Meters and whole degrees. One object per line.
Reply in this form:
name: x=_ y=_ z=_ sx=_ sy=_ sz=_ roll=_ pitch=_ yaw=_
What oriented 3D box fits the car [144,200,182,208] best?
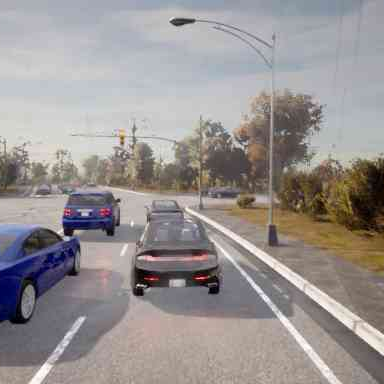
car: x=-1.512 y=1.158 z=17.809 sx=2.128 sy=1.511 sz=4.902 roll=0 pitch=2 yaw=-8

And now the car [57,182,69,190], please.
car: x=-27.427 y=-1.356 z=70.555 sx=2.128 sy=1.511 sz=4.902 roll=-1 pitch=3 yaw=-24

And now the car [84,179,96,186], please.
car: x=-25.240 y=-1.851 z=82.652 sx=1.895 sy=1.301 sz=4.718 roll=-1 pitch=3 yaw=-24

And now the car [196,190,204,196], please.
car: x=2.994 y=0.007 z=46.839 sx=4.718 sy=1.301 sz=1.895 roll=0 pitch=3 yaw=-20

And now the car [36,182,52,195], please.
car: x=-22.230 y=-0.358 z=49.992 sx=1.812 sy=1.442 sz=4.674 roll=-1 pitch=3 yaw=-23

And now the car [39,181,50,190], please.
car: x=-30.773 y=-1.472 z=69.450 sx=2.097 sy=1.767 sz=4.553 roll=-1 pitch=3 yaw=-24

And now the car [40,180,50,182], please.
car: x=-26.586 y=-1.163 z=60.120 sx=2.150 sy=2.045 sz=5.566 roll=-1 pitch=3 yaw=-23

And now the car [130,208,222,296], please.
car: x=-0.441 y=1.407 z=8.494 sx=2.128 sy=1.511 sz=4.902 roll=0 pitch=1 yaw=-4

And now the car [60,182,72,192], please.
car: x=-23.261 y=-0.938 z=61.254 sx=1.837 sy=1.490 sz=4.892 roll=-1 pitch=4 yaw=-23

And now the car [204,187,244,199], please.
car: x=4.496 y=0.076 z=43.645 sx=4.892 sy=1.490 sz=1.837 roll=0 pitch=3 yaw=-21

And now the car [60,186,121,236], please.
car: x=-4.845 y=0.936 z=16.591 sx=2.150 sy=2.045 sz=5.566 roll=0 pitch=2 yaw=-8

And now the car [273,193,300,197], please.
car: x=13.924 y=0.330 z=47.285 sx=4.718 sy=1.301 sz=1.895 roll=2 pitch=2 yaw=-21

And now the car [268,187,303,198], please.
car: x=14.429 y=0.099 z=51.221 sx=5.008 sy=1.535 sz=1.882 roll=2 pitch=2 yaw=-21

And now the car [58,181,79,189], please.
car: x=-19.495 y=-0.517 z=52.539 sx=2.128 sy=1.511 sz=4.902 roll=-1 pitch=3 yaw=-23

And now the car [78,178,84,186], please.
car: x=-28.401 y=-2.018 z=81.138 sx=2.097 sy=1.767 sz=4.553 roll=-1 pitch=3 yaw=-24

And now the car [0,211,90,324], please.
car: x=-3.811 y=1.424 z=7.033 sx=1.882 sy=1.535 sz=5.008 roll=0 pitch=1 yaw=-4
